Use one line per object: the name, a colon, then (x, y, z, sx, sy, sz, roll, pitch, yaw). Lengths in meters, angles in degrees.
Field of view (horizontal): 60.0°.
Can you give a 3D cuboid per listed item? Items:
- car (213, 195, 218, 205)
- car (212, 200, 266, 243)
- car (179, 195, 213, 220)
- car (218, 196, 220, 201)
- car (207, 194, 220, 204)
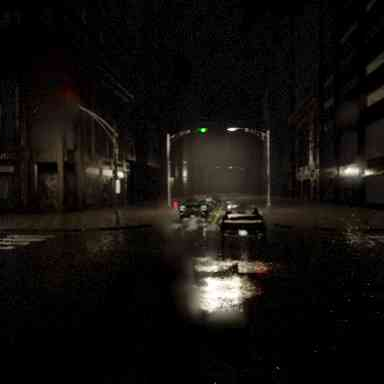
car: (1.290, 1.198, 34.688, 2.128, 1.511, 4.902, -1, 0, 7)
car: (2.241, 1.330, 15.173, 2.128, 1.511, 4.902, -1, 0, 7)
car: (0.289, 1.135, 25.969, 2.097, 1.767, 4.553, -1, 0, 6)
car: (2.430, 1.131, 44.147, 1.837, 1.490, 4.892, -1, 0, 6)
car: (3.540, 1.112, 53.925, 1.994, 1.385, 4.181, -1, 0, 6)
